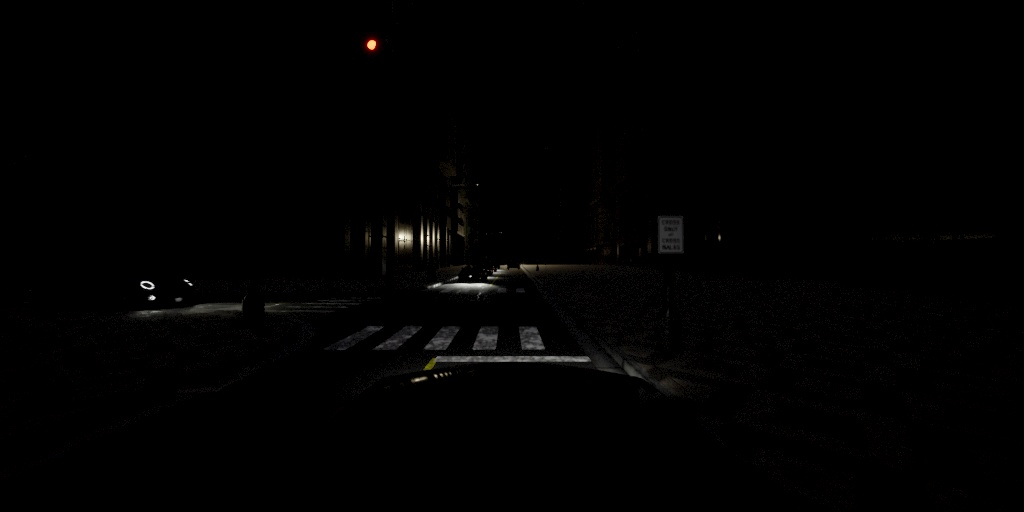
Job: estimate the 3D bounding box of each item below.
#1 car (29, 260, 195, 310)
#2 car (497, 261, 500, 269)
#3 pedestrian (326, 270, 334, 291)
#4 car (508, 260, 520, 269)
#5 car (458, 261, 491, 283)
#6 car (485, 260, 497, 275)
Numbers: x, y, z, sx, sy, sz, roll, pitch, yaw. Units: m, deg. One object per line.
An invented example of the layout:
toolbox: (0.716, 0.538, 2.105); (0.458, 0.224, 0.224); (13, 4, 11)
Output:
car: (-14.673, 1.041, 13.387); (4.553, 1.767, 2.097); (0, -1, 0)
car: (-2.973, 1.321, 47.594); (1.837, 1.490, 4.892); (0, 0, 0)
pedestrian: (-9.962, 0.974, 19.605); (0.375, 1.860, 0.375); (0, -1, 0)
car: (0.254, 1.434, 60.065); (1.994, 1.385, 4.181); (0, 0, 0)
car: (-3.022, 1.327, 28.420); (1.994, 1.385, 4.181); (0, 0, 1)
car: (-3.006, 1.331, 37.741); (2.033, 1.411, 5.357); (0, 0, 0)
